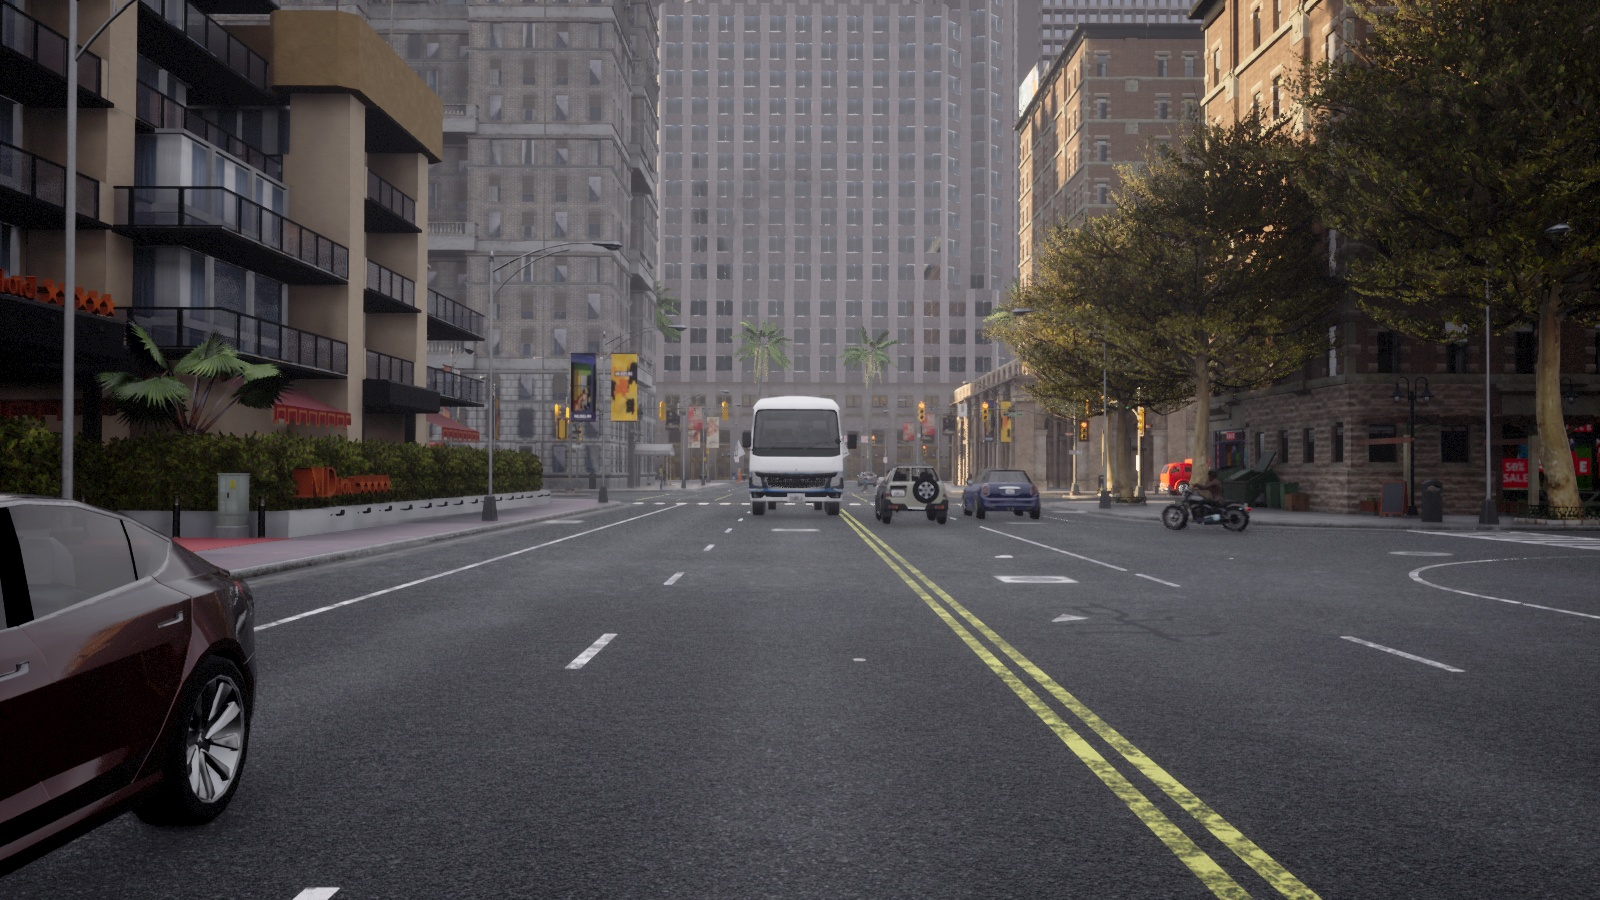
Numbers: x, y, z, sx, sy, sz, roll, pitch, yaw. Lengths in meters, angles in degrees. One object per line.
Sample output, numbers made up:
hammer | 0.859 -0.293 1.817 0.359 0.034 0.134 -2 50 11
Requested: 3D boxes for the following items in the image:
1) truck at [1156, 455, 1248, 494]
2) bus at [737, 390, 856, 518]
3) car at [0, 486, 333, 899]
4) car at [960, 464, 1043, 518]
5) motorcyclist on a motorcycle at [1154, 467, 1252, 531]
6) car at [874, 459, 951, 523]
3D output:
truck | 26.479 1.609 82.778 5.204 2.467 2.627 0 -1 0
bus | -0.160 0.225 46.966 3.944 4.253 10.273 0 -1 0
car | -3.514 0.898 4.152 2.163 1.488 4.792 0 -1 0
car | 6.864 1.371 43.307 2.097 1.767 4.553 0 -1 0
motorcyclist on a motorcycle | 10.728 1.283 33.457 2.350 1.649 0.766 -1 -2 37
car | 3.377 1.260 38.566 1.932 1.855 4.605 0 -2 0
